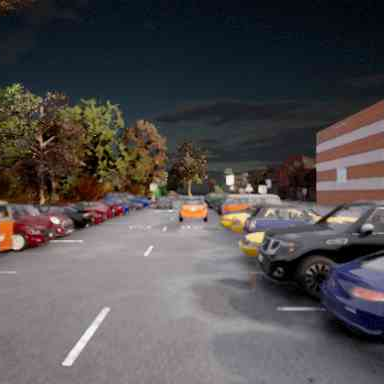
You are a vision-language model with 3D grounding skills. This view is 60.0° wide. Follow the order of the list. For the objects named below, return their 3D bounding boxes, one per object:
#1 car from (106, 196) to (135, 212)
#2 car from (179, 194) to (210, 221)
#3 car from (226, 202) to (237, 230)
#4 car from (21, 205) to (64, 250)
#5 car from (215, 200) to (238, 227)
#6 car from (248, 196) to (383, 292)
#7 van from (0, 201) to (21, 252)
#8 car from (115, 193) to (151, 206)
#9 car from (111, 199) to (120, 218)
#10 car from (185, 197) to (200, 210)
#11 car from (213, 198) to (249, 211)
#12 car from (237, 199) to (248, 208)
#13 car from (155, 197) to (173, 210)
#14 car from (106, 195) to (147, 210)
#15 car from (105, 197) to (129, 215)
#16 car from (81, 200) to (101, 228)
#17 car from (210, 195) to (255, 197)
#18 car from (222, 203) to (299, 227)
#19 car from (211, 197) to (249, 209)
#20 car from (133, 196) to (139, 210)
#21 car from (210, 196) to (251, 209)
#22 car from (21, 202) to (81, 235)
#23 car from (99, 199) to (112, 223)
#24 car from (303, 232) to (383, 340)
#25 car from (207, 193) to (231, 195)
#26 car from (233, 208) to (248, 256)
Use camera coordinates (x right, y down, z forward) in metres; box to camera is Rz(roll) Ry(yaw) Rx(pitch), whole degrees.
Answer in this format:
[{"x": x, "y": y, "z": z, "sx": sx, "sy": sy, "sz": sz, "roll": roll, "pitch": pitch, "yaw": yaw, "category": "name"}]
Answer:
[{"x": -8.156, "y": 1.405, "z": 30.414, "sx": 5.008, "sy": 1.535, "sz": 2.097, "roll": 0, "pitch": 0, "yaw": 0, "category": "car"}, {"x": 0.093, "y": 1.288, "z": 26.365, "sx": 2.097, "sy": 1.767, "sz": 4.553, "roll": 0, "pitch": 0, "yaw": 0, "category": "car"}, {"x": 4.596, "y": 1.436, "z": 16.368, "sx": 5.366, "sy": 1.575, "sz": 1.946, "roll": 0, "pitch": 0, "yaw": 0, "category": "car"}, {"x": -8.162, "y": 1.447, "z": 13.348, "sx": 5.008, "sy": 1.535, "sz": 2.097, "roll": 0, "pitch": 0, "yaw": 0, "category": "car"}, {"x": 4.224, "y": 1.429, "z": 19.194, "sx": 5.366, "sy": 1.575, "sz": 1.946, "roll": 0, "pitch": 0, "yaw": 0, "category": "car"}, {"x": 4.385, "y": 1.209, "z": 7.890, "sx": 5.566, "sy": 2.045, "sz": 2.435, "roll": 0, "pitch": 0, "yaw": 0, "category": "car"}, {"x": -8.272, "y": 1.227, "z": 10.651, "sx": 4.442, "sy": 1.987, "sz": 1.878, "roll": 0, "pitch": 0, "yaw": 0, "category": "van"}, {"x": -8.108, "y": 1.216, "z": 47.365, "sx": 4.553, "sy": 1.767, "sz": 2.185, "roll": 0, "pitch": 0, "yaw": 0, "category": "car"}, {"x": -8.189, "y": 1.448, "z": 24.767, "sx": 4.792, "sy": 1.488, "sz": 2.163, "roll": 0, "pitch": 0, "yaw": 0, "category": "car"}, {"x": 0.085, "y": 1.415, "z": 42.256, "sx": 1.812, "sy": 1.442, "sz": 4.674, "roll": 0, "pitch": 0, "yaw": 0, "category": "car"}, {"x": 4.437, "y": 1.441, "z": 27.671, "sx": 4.792, "sy": 1.488, "sz": 2.163, "roll": 0, "pitch": 0, "yaw": 0, "category": "car"}, {"x": 4.380, "y": 1.321, "z": 13.542, "sx": 4.553, "sy": 1.767, "sz": 2.185, "roll": 0, "pitch": 0, "yaw": 0, "category": "car"}, {"x": -3.350, "y": 1.399, "z": 40.923, "sx": 1.837, "sy": 1.490, "sz": 4.892, "roll": 0, "pitch": 0, "yaw": 0, "category": "car"}, {"x": -8.175, "y": 1.382, "z": 38.885, "sx": 4.892, "sy": 1.521, "sz": 2.231, "roll": 0, "pitch": 0, "yaw": 0, "category": "car"}, {"x": -8.156, "y": 1.412, "z": 27.591, "sx": 5.008, "sy": 1.535, "sz": 2.097, "roll": 0, "pitch": 0, "yaw": 0, "category": "car"}, {"x": -8.153, "y": 1.433, "z": 18.995, "sx": 5.008, "sy": 1.535, "sz": 2.097, "roll": 0, "pitch": 0, "yaw": 0, "category": "car"}, {"x": 4.410, "y": 1.381, "z": 38.973, "sx": 5.008, "sy": 1.535, "sz": 2.097, "roll": 0, "pitch": 0, "yaw": 0, "category": "car"}, {"x": 4.412, "y": 1.466, "z": 22.019, "sx": 4.674, "sy": 1.452, "sz": 2.002, "roll": 0, "pitch": 0, "yaw": 0, "category": "car"}, {"x": 4.404, "y": 1.445, "z": 30.496, "sx": 4.674, "sy": 1.452, "sz": 2.002, "roll": 0, "pitch": 0, "yaw": 0, "category": "car"}, {"x": -8.158, "y": 1.399, "z": 33.238, "sx": 4.892, "sy": 1.521, "sz": 2.231, "roll": 0, "pitch": 0, "yaw": 0, "category": "car"}, {"x": 4.409, "y": 1.438, "z": 33.322, "sx": 4.674, "sy": 1.452, "sz": 2.002, "roll": 0, "pitch": 0, "yaw": 0, "category": "car"}, {"x": -8.188, "y": 1.314, "z": 16.171, "sx": 4.553, "sy": 1.767, "sz": 2.185, "roll": 0, "pitch": 0, "yaw": 0, "category": "car"}, {"x": -8.163, "y": 1.426, "z": 21.819, "sx": 5.008, "sy": 1.535, "sz": 2.097, "roll": 0, "pitch": 0, "yaw": 0, "category": "car"}, {"x": 4.411, "y": 1.507, "z": 5.065, "sx": 4.674, "sy": 1.452, "sz": 2.002, "roll": 0, "pitch": 0, "yaw": 0, "category": "car"}, {"x": 4.431, "y": 1.109, "z": 44.625, "sx": 5.566, "sy": 2.045, "sz": 2.435, "roll": 0, "pitch": 0, "yaw": 0, "category": "car"}, {"x": 4.227, "y": 1.450, "z": 10.716, "sx": 5.366, "sy": 1.575, "sz": 1.946, "roll": 0, "pitch": 0, "yaw": 0, "category": "car"}]
